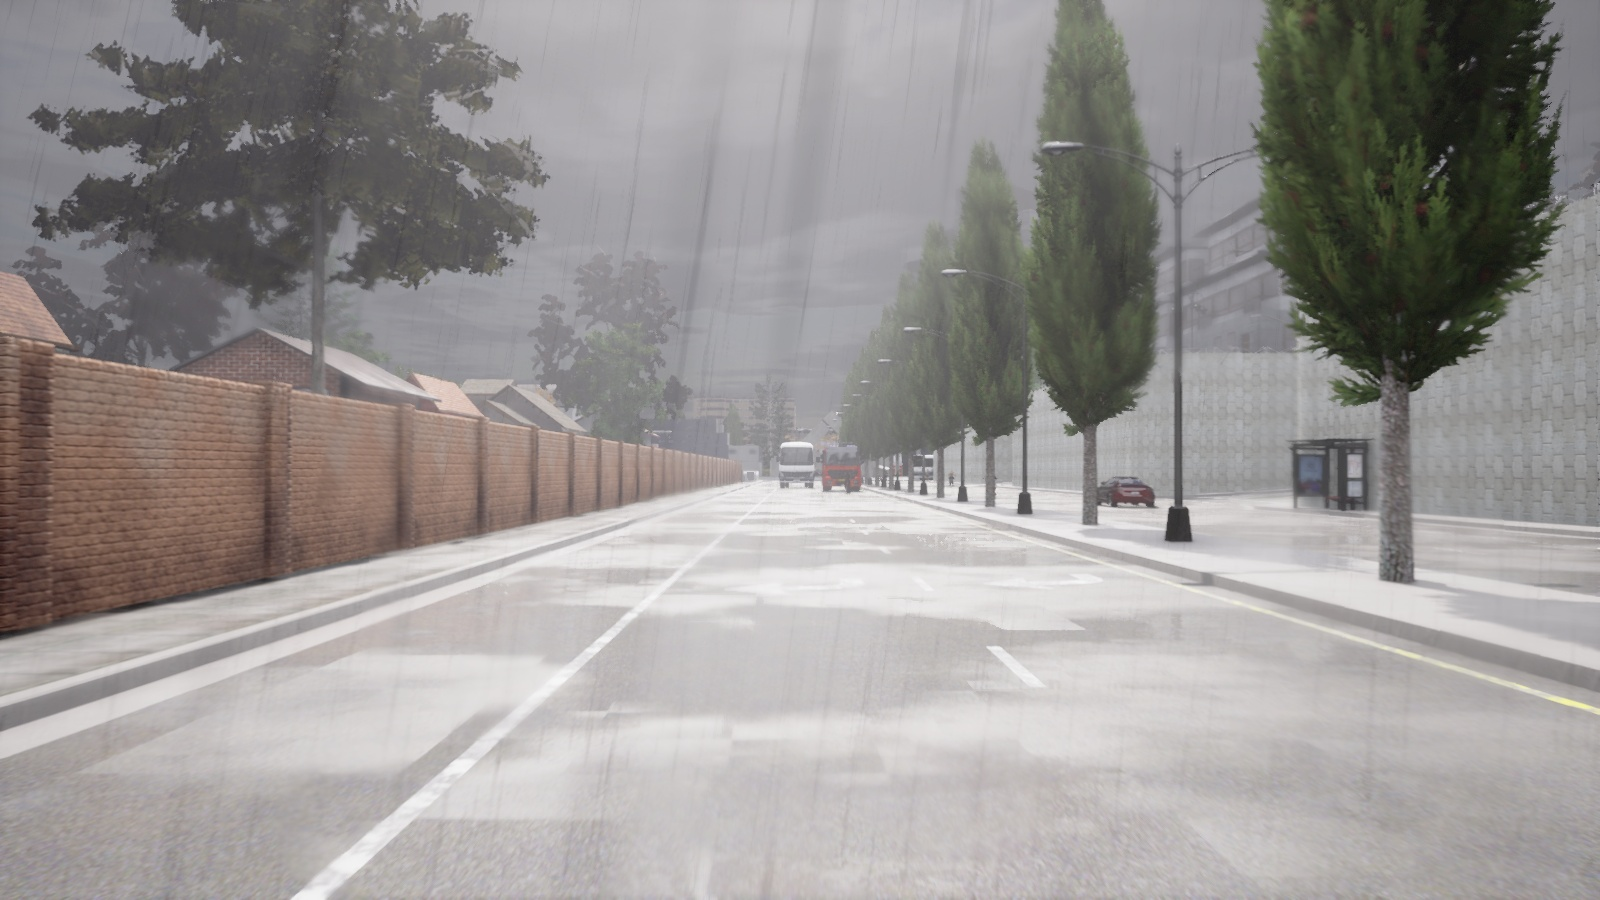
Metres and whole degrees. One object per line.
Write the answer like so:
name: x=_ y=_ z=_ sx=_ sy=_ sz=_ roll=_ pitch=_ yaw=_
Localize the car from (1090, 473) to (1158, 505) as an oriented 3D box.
car: x=14.861 y=1.779 z=57.802 sx=1.994 sy=1.385 sz=4.181 roll=0 pitch=-1 yaw=0
